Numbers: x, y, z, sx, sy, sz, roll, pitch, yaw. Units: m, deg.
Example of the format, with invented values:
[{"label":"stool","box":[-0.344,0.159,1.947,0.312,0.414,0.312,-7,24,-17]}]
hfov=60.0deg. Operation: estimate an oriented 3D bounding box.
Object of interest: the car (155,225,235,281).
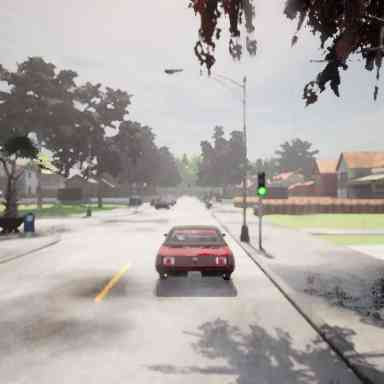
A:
[{"label":"car","box":[0.082,1.635,9.947,1.895,1.301,4.718,0,0,0]}]

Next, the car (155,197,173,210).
[{"label":"car","box":[-4.109,1.762,46.916,1.895,1.301,4.718,0,0,0]}]

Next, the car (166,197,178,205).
[{"label":"car","box":[-4.019,1.779,67.269,2.033,1.411,5.357,0,0,0]}]

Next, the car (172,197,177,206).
[{"label":"car","box":[-4.082,1.760,56.908,1.994,1.385,4.181,0,0,0]}]
